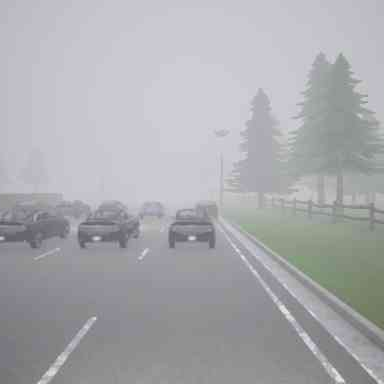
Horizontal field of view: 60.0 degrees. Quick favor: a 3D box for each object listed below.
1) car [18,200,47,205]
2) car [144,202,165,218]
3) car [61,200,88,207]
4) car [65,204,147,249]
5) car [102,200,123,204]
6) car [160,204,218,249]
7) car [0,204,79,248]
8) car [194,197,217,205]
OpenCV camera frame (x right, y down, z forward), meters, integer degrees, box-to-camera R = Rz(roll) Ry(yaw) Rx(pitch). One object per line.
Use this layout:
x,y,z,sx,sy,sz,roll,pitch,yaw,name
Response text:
-14.000,1.484,29.650,1.882,1.535,5.008,0,0,0,car
-3.500,1.563,29.650,2.033,1.411,5.357,0,0,0,car
-10.500,1.495,29.650,2.128,1.511,4.902,0,0,0,car
-3.500,1.494,14.650,2.128,1.511,4.902,0,0,0,car
-7.000,1.516,29.650,1.837,1.490,4.892,0,0,0,car
0.000,1.494,14.650,2.128,1.511,4.902,0,0,0,car
-7.000,1.494,14.650,2.128,1.511,4.902,0,0,0,car
1.225,1.478,29.774,1.882,1.535,5.008,0,0,0,car
